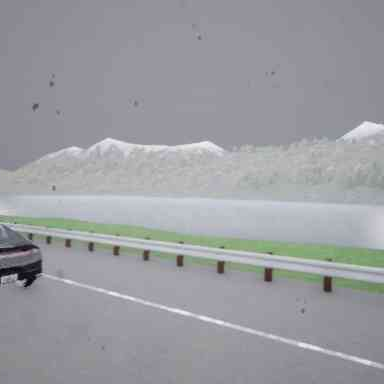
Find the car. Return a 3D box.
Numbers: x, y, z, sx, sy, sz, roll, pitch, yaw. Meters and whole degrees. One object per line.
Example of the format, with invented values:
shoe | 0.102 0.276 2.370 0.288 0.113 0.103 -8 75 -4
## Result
car | -5.459 1.440 7.824 4.902 1.511 2.128 0 0 36
